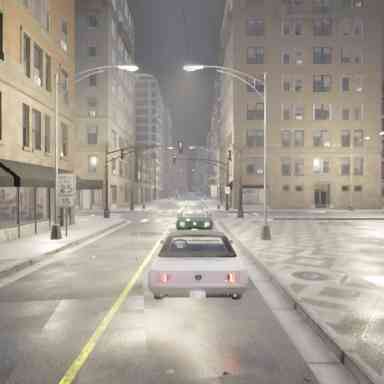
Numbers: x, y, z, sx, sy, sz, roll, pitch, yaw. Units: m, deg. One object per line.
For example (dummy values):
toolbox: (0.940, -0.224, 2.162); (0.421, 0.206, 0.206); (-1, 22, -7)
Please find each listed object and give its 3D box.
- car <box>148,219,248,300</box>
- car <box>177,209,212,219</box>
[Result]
car: (0.115, 1.600, 8.354); (1.895, 1.301, 4.718); (0, 0, 0)
car: (0.133, 1.599, 18.589); (1.895, 1.301, 4.718); (0, 0, 0)
